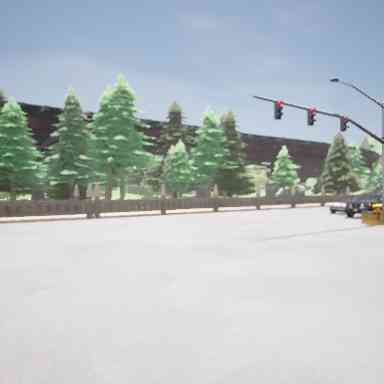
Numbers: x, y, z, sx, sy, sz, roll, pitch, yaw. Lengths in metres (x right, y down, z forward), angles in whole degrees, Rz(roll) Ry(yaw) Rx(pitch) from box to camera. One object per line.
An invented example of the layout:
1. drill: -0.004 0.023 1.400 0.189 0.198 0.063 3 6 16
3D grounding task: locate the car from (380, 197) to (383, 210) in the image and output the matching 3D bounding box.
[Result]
1. car: 23.933 1.309 38.249 5.357 1.411 2.033 0 0 -35

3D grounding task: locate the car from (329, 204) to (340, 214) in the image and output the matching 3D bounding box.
1. car: 15.277 1.423 32.081 4.718 1.301 1.895 0 0 -35

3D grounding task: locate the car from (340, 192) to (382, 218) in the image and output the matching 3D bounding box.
1. car: 15.001 1.060 27.573 5.566 2.045 2.150 0 0 -36
